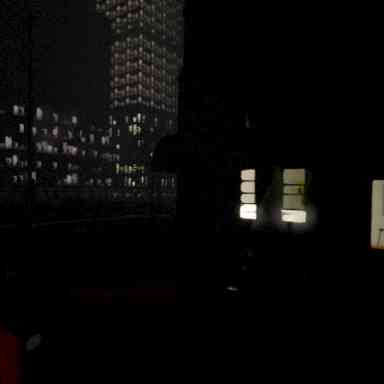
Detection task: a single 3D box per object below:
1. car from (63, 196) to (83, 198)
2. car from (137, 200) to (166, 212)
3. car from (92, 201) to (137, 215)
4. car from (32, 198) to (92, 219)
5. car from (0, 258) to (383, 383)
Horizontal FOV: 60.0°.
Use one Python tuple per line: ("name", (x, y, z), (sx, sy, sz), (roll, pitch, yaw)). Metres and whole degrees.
("car", (-14.274, 1.193, 38.471), (1.967, 1.590, 4.097), (1, 1, 36))
("car", (-4.699, 1.564, 36.924), (1.802, 1.307, 4.206), (1, 1, 36))
("car", (-7.942, 1.521, 32.507), (1.947, 1.339, 4.313), (1, 1, 36))
("car", (-11.187, 1.480, 28.088), (2.008, 1.369, 4.403), (1, 1, 36))
("car", (-0.348, 1.528, 3.109), (4.507, 1.381, 1.887), (1, 1, 36))
